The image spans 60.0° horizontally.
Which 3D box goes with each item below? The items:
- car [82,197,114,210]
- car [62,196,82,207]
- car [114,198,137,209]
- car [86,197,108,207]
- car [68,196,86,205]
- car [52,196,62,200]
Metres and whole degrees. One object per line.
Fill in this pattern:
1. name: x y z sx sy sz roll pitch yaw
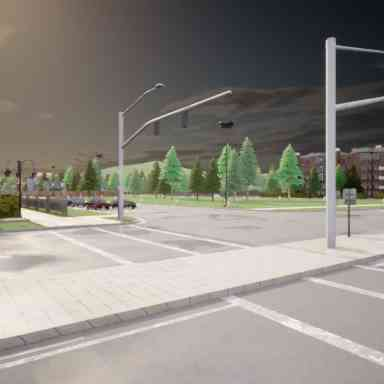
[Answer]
1. car: -12.176 1.601 42.789 1.895 1.301 4.718 0 0 -36
2. car: -17.586 1.505 50.232 1.837 1.490 4.892 0 0 -36
3. car: -9.390 1.547 44.899 2.033 1.411 5.357 0 0 -36
4. car: -15.186 1.505 52.891 1.837 1.490 4.892 0 0 -36
5. car: -21.285 1.478 61.356 1.882 1.535 5.008 0 0 -36
6. car: -23.423 1.505 58.317 1.837 1.490 4.892 0 0 -36
